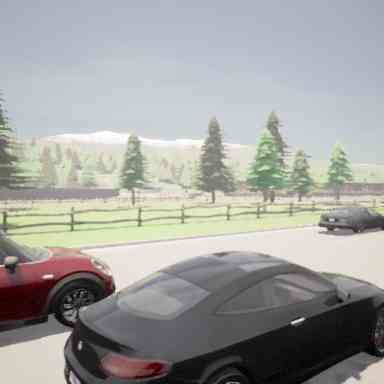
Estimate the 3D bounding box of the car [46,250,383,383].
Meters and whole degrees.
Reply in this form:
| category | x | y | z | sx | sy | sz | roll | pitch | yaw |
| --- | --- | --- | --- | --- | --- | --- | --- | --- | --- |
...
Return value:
| category | x | y | z | sx | sy | sz | roll | pitch | yaw |
| --- | --- | --- | --- | --- | --- | --- | --- | --- | --- |
| car | 0.825 | 1.523 | 4.336 | 4.674 | 1.442 | 1.812 | 0 | 0 | -36 |

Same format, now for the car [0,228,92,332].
| category | x | y | z | sx | sy | sz | roll | pitch | yaw |
| --- | --- | --- | --- | --- | --- | --- | --- | --- | --- |
| car | -3.596 | 1.352 | 5.481 | 4.553 | 1.767 | 2.097 | 0 | 0 | -35 |

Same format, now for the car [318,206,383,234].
| category | x | y | z | sx | sy | sz | roll | pitch | yaw |
| --- | --- | --- | --- | --- | --- | --- | --- | --- | --- |
| car | 9.460 | 1.533 | 19.092 | 5.357 | 1.411 | 2.033 | 0 | 0 | -35 |
